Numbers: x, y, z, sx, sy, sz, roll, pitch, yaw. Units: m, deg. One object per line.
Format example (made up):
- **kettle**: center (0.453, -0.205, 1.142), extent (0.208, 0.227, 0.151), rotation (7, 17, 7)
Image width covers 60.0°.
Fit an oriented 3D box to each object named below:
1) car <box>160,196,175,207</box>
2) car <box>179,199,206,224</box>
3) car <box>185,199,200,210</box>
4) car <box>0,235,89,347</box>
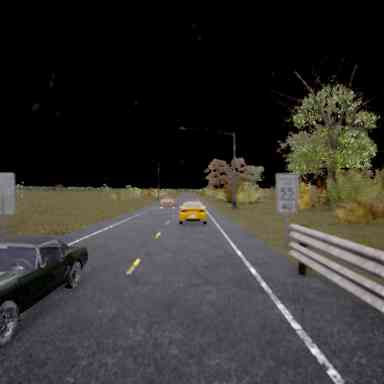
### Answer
- **car**: center (-3.647, 1.343, 50.530), extent (2.097, 1.767, 4.553), rotation (0, 0, 0)
- **car**: center (0.067, 1.473, 24.953), extent (1.882, 1.535, 5.008), rotation (0, 0, 0)
- **car**: center (0.040, 1.592, 42.809), extent (1.895, 1.301, 4.718), rotation (0, 0, 0)
- **car**: center (-3.607, 1.601, 6.423), extent (1.895, 1.301, 4.718), rotation (0, 0, 0)
